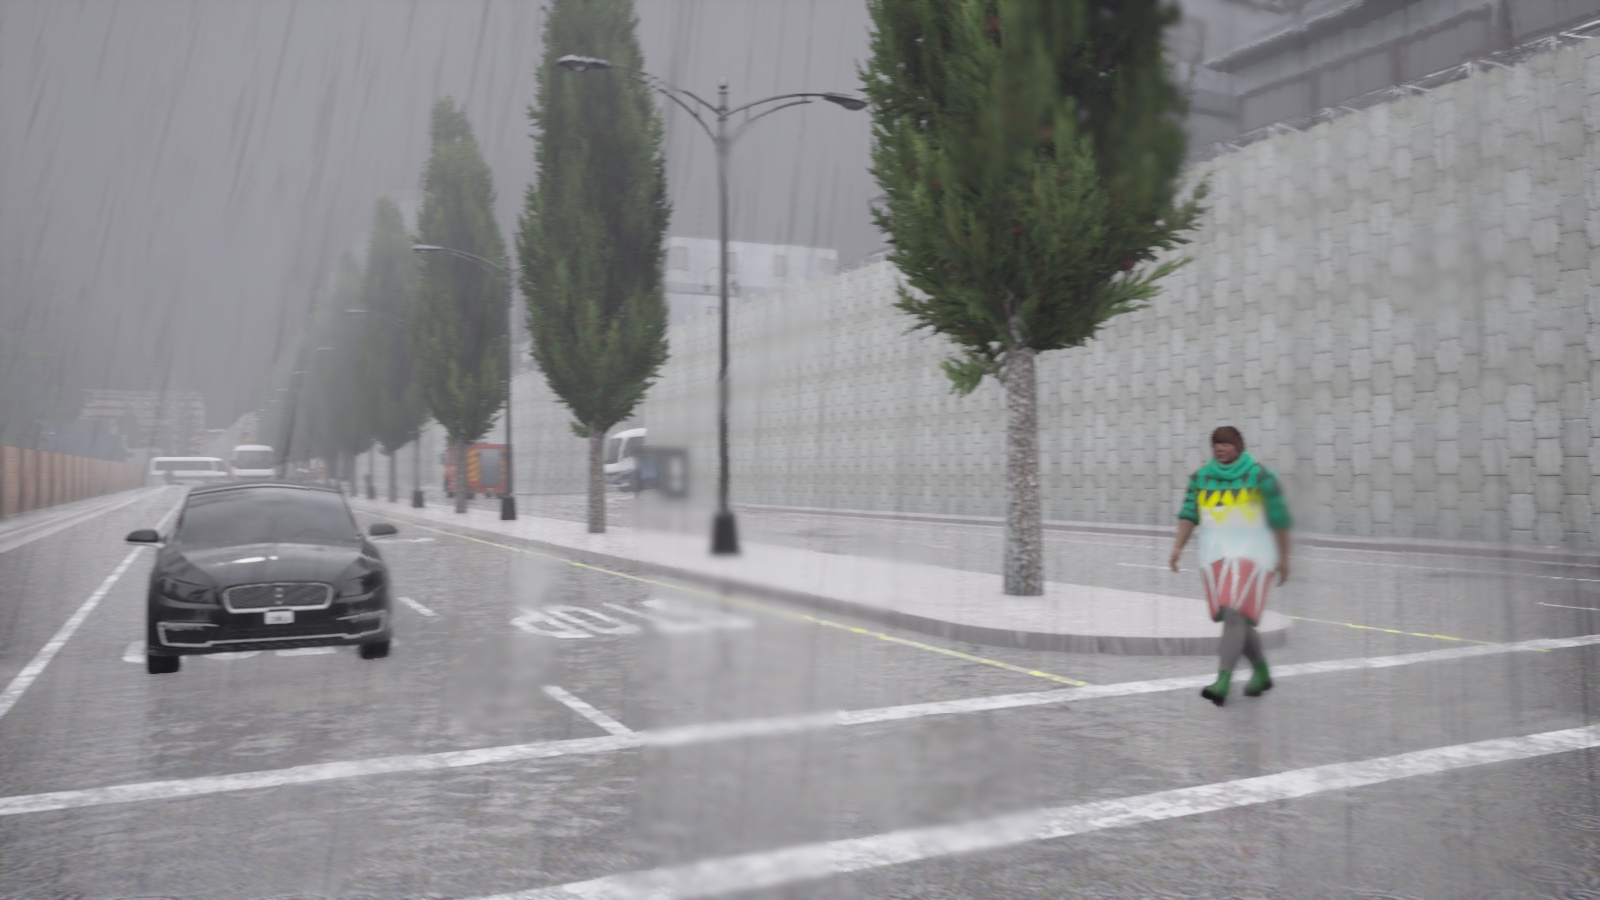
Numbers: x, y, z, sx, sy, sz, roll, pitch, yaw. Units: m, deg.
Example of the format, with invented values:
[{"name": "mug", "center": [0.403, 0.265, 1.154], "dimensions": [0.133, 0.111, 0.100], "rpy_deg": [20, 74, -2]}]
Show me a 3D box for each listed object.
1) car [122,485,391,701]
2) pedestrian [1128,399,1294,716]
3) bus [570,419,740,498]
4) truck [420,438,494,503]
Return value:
[{"name": "car", "center": [-5.094, 1.093, 11.553], "dimensions": [1.837, 1.490, 4.892], "rpy_deg": [0, -1, -26]}, {"name": "pedestrian", "center": [2.716, 0.670, 8.294], "dimensions": [0.873, 1.952, 0.659], "rpy_deg": [0, -1, -42]}, {"name": "bus", "center": [-9.710, 0.565, 84.547], "dimensions": [10.273, 4.253, 3.944], "rpy_deg": [-6, 0, -26]}, {"name": "truck", "center": [-21.614, 1.315, 78.804], "dimensions": [2.891, 3.827, 8.468], "rpy_deg": [0, -1, -26]}]
